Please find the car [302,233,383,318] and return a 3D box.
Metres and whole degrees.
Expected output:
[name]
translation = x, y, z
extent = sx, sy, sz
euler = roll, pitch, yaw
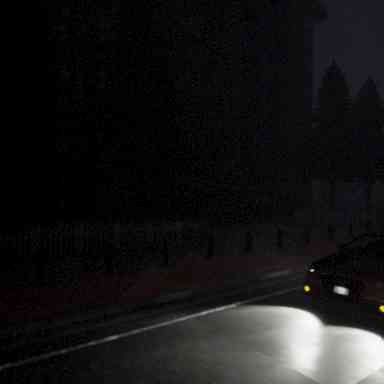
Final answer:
[car]
translation = 4.288, 1.620, 7.242
extent = 4.181, 1.385, 1.994
euler = 1, 0, -37
